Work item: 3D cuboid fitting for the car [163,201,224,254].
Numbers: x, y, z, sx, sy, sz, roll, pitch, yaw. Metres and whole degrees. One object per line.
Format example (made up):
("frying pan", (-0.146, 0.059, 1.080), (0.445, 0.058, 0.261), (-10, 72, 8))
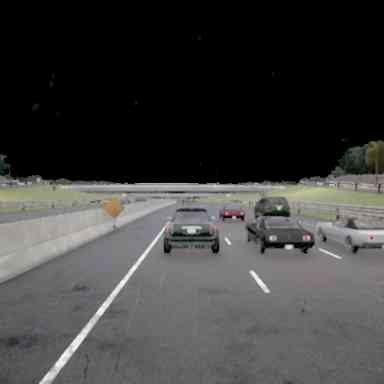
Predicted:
("car", (-0.019, 1.446, 14.106), (2.097, 1.767, 4.553), (0, -1, 0))

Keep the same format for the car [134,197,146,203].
("car", (-11.018, 2.008, 71.003), (2.150, 2.045, 5.566), (0, -1, -1))

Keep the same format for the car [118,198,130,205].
("car", (-14.519, 2.138, 71.005), (2.097, 1.767, 4.553), (0, -1, -1))

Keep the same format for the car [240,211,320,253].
("car", (3.480, 1.697, 14.145), (1.895, 1.301, 4.718), (0, 0, 0))

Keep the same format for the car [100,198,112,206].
("car", (-18.018, 2.137, 70.949), (2.097, 1.767, 4.553), (0, -1, -1))

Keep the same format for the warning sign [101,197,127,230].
("warning sign", (-4.611, 1.244, 19.701), (1.300, 1.860, 1.060), (-1, -2, 0))

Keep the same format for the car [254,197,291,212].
("car", (6.912, 1.409, 29.084), (2.150, 2.045, 5.566), (0, 0, 0))

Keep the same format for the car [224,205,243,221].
("car", (3.412, 1.794, 29.176), (1.895, 1.301, 4.718), (0, 0, 0))

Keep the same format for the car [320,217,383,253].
("car", (6.980, 1.697, 14.158), (1.895, 1.301, 4.718), (0, 0, 0))
